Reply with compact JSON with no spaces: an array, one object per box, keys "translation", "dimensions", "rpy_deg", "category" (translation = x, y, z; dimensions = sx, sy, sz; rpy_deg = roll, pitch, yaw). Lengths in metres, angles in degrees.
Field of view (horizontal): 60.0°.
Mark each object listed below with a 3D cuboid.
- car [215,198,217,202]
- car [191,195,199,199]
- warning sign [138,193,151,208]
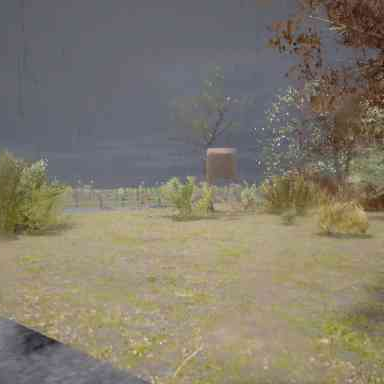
[{"translation":[5.208,1.360,62.864],"dimensions":[1.994,1.385,4.181],"rpy_deg":[1,1,40],"category":"car"},{"translation":[0.839,1.190,53.425],"dimensions":[2.097,1.767,4.553],"rpy_deg":[1,1,40],"category":"car"},{"translation":[-5.924,1.007,41.623],"dimensions":[1.300,1.860,1.060],"rpy_deg":[0,0,40],"category":"warning sign"}]
